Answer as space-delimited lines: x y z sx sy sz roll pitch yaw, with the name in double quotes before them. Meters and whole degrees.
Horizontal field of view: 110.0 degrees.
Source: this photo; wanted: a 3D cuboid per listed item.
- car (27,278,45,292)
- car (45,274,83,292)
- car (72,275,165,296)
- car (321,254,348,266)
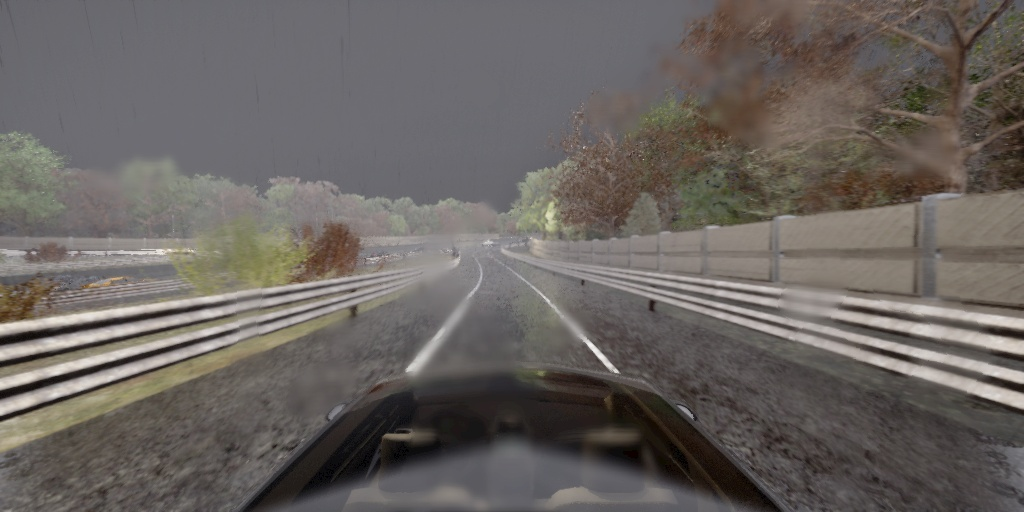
"car" -39.484 2.401 32.154 2.128 1.511 4.902 1 4 16
"car" -36.099 2.446 31.262 2.128 1.511 4.902 1 4 16
"car" -32.722 2.479 30.337 1.882 1.535 5.008 1 4 16
"car" -26.123 0.644 52.521 2.150 2.045 5.566 1 4 17
